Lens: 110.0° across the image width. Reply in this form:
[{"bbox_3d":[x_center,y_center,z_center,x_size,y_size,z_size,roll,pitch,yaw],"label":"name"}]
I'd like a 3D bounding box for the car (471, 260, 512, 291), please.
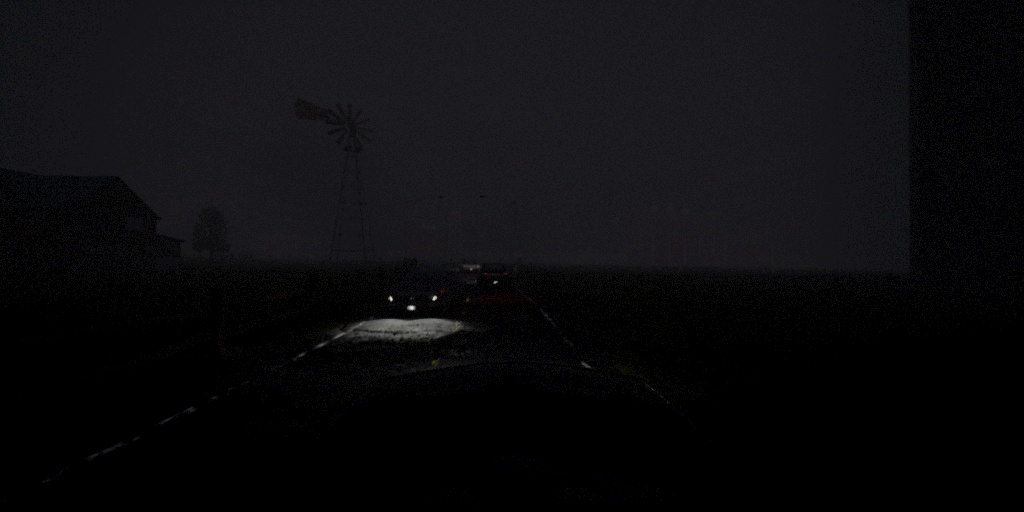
[{"bbox_3d":[-1.136,1.137,20.973,2.128,1.511,4.902,0,0,-7],"label":"car"}]

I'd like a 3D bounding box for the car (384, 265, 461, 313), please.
[{"bbox_3d":[-3.319,1.231,13.891,2.033,1.411,5.357,0,0,-4],"label":"car"}]

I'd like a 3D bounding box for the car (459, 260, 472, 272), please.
[{"bbox_3d":[-4.930,1.122,40.684,1.895,1.301,4.718,0,0,-15],"label":"car"}]
